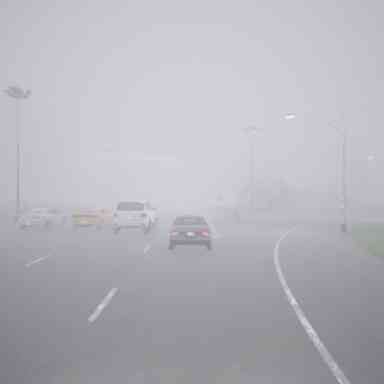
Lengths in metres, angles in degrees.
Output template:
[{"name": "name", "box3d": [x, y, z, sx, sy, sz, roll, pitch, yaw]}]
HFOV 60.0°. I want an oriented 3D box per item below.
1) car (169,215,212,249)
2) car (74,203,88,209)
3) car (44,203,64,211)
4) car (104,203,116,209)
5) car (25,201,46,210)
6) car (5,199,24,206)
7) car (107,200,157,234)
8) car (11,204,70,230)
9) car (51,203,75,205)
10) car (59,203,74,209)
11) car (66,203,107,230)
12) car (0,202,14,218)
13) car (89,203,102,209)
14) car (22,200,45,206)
[{"name": "car", "box3d": [-0.083, 1.757, 15.530, 2.033, 1.411, 5.357, 0, -1, 0]}, {"name": "car", "box3d": [-28.080, 3.615, 84.345, 1.837, 1.490, 4.892, 0, -2, 0]}, {"name": "car", "box3d": [-28.119, 2.999, 68.025, 2.128, 1.511, 4.902, 0, -2, 0]}, {"name": "car", "box3d": [-21.077, 3.679, 85.391, 1.837, 1.490, 4.892, 0, -2, 0]}, {"name": "car", "box3d": [-31.620, 2.795, 67.342, 2.097, 1.767, 4.553, 0, -2, 0]}, {"name": "car", "box3d": [-28.180, 2.180, 52.363, 2.150, 2.045, 5.566, 0, -2, 1]}, {"name": "car", "box3d": [-3.607, 1.553, 21.721, 2.150, 2.045, 5.566, 0, -1, 0]}, {"name": "car", "box3d": [-10.612, 1.861, 23.853, 1.812, 1.442, 4.674, 0, -1, 0]}, {"name": "car", "box3d": [-21.184, 2.494, 53.653, 1.882, 1.535, 5.008, 0, -2, 1]}, {"name": "car", "box3d": [-31.582, 3.576, 83.607, 1.837, 1.490, 4.892, 0, -2, 0]}, {"name": "car", "box3d": [-7.107, 1.842, 24.175, 1.882, 1.535, 5.008, 0, -1, 0]}, {"name": "car", "box3d": [-21.283, 2.057, 35.163, 1.812, 1.442, 4.674, 0, -1, 0]}, {"name": "car", "box3d": [-24.579, 3.649, 84.885, 1.837, 1.490, 4.892, 0, -2, 0]}, {"name": "car", "box3d": [-24.683, 2.498, 53.223, 1.837, 1.490, 4.892, 0, -2, 1]}]
